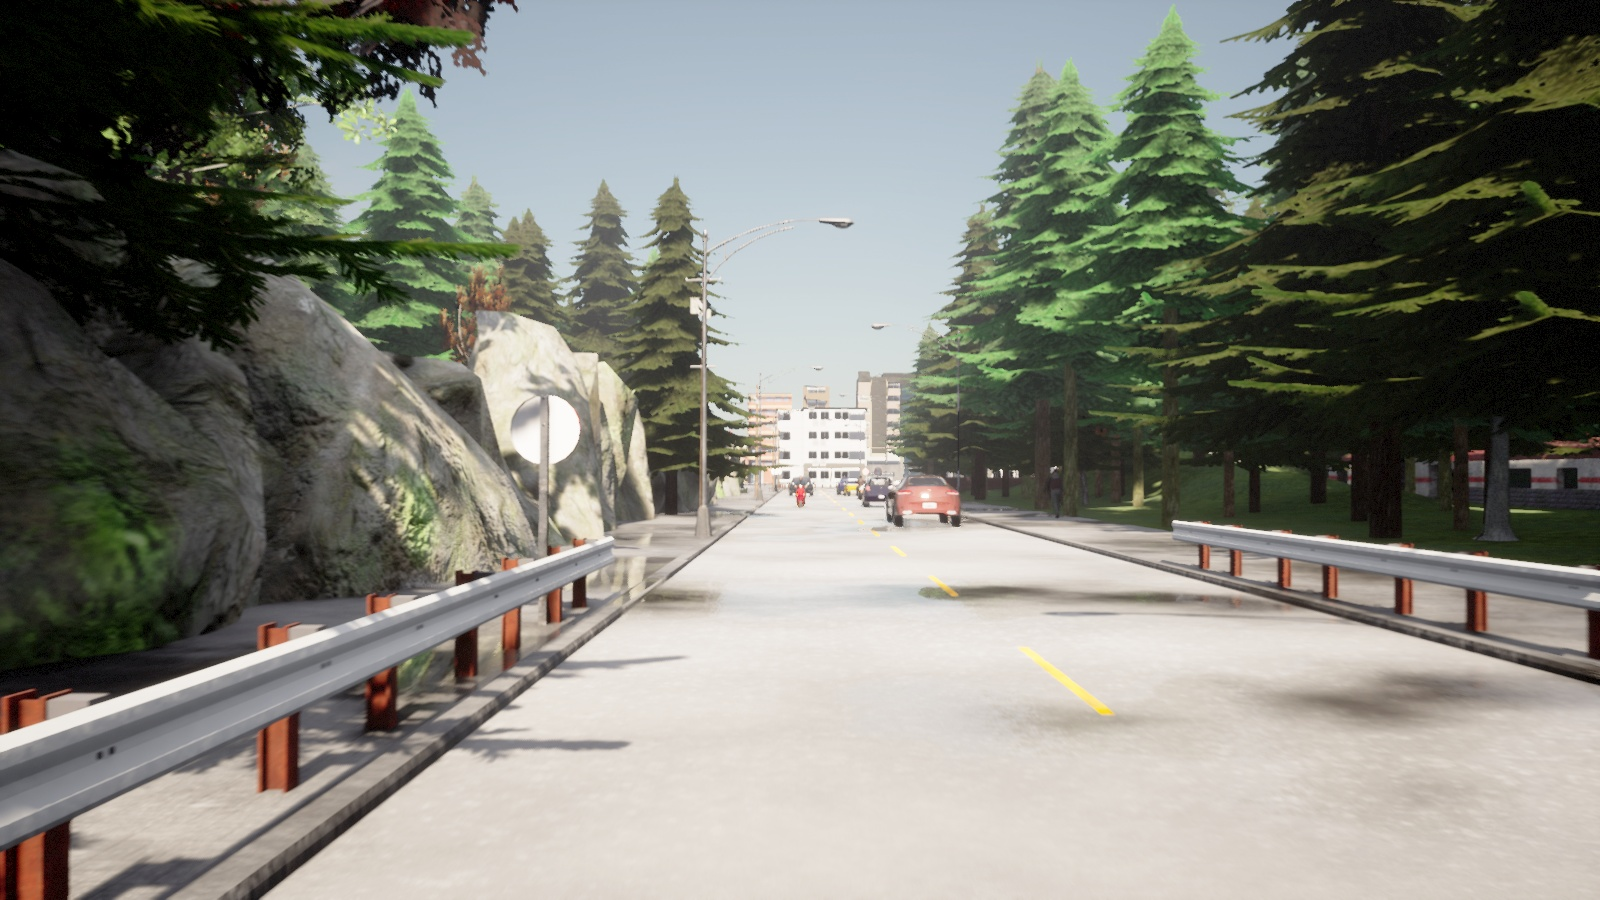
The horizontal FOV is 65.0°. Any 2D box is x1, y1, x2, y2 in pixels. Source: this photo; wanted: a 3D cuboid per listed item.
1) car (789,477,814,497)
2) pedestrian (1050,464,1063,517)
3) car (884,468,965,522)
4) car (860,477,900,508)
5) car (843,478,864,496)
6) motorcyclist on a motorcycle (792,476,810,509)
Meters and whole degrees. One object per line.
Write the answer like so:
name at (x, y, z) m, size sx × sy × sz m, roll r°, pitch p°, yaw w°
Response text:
car at (0.111, 2.820, 96.382) m, size 1.837 × 1.490 × 4.892 m, roll 0°, pitch -1°, yaw 0°
pedestrian at (9.082, 1.414, 44.436) m, size 0.376 × 1.854 × 0.720 m, roll 0°, pitch -1°, yaw 7°
car at (4.009, 1.438, 41.299) m, size 2.152 × 1.651 × 5.027 m, roll 0°, pitch -1°, yaw 0°
car at (4.052, 2.146, 64.199) m, size 1.845 × 1.501 × 3.633 m, roll 0°, pitch -1°, yaw 0°
car at (4.112, 2.868, 97.025) m, size 1.481 × 1.376 × 2.207 m, roll 0°, pitch -1°, yaw 0°
motorcyclist on a motorcycle at (0.047, 2.048, 61.558) m, size 0.866 × 1.590 × 1.817 m, roll 0°, pitch -1°, yaw 0°
